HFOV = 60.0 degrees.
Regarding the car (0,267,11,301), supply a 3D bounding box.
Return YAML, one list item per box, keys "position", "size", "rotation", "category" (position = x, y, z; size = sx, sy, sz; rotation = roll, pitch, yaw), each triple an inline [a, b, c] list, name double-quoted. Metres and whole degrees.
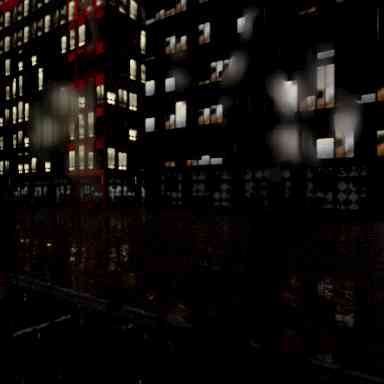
- position: [-5.592, 1.524, 6.854]
  size: [4.829, 1.417, 1.752]
  rotation: [0, 0, 35]
  category: "car"
